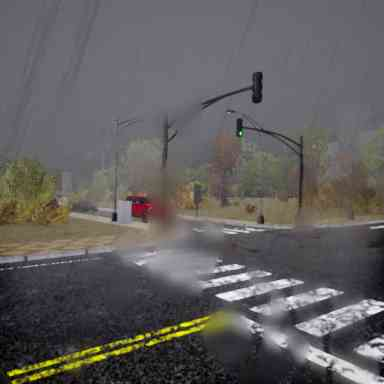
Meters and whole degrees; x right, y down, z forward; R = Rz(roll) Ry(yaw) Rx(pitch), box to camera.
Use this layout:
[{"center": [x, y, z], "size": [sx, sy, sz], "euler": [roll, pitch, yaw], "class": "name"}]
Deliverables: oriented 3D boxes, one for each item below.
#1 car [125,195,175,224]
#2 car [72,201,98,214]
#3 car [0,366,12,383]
[{"center": [-3.506, 1.297, 25.824], "size": [2.150, 2.045, 5.566], "euler": [2, -1, -35], "class": "car"}, {"center": [-12.480, 1.712, 38.201], "size": [2.033, 1.411, 5.357], "euler": [2, -1, -35], "class": "car"}, {"center": [-3.256, 1.505, 1.115], "size": [4.892, 1.490, 1.837], "euler": [0, 0, -35], "class": "car"}]
